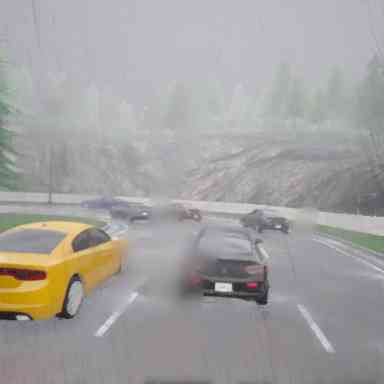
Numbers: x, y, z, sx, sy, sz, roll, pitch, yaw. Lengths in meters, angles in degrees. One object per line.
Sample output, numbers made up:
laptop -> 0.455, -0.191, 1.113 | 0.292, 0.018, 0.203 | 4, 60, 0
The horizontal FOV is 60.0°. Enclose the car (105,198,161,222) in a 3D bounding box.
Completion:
car -> -4.477, 1.427, 24.619 | 1.994, 1.385, 4.181 | 3, 0, -37

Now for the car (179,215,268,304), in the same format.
car -> 0.792, 1.581, 8.343 | 1.812, 1.442, 4.674 | 3, 0, 5

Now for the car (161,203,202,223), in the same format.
car -> -0.973, 1.548, 26.020 | 1.812, 1.442, 4.674 | 3, -1, -33

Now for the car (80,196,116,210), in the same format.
car -> -9.089, 1.162, 34.485 | 5.008, 1.535, 1.882 | 3, -1, 11

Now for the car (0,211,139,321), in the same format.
car -> -2.801, 1.371, 7.217 | 1.882, 1.535, 5.008 | 3, 0, 5

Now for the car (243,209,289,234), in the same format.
car -> 4.594, 1.783, 21.258 | 1.812, 1.442, 4.674 | 3, 0, -9
